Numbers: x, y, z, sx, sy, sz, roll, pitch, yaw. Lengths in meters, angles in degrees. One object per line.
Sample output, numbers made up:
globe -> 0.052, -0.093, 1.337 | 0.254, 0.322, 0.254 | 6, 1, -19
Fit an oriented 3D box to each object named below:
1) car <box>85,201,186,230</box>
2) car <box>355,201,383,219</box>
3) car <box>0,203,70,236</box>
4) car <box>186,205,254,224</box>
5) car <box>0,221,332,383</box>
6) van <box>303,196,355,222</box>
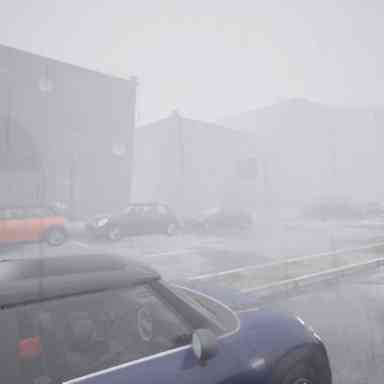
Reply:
car -> -2.904, 1.341, 16.552 | 4.553, 1.767, 2.185 | 0, 0, -36
car -> 15.106, 1.531, 29.470 | 4.792, 1.488, 2.163 | 0, 0, -36
car -> -7.395, 1.332, 13.332 | 4.553, 1.767, 2.185 | 0, 0, -36
car -> 1.663, 1.516, 19.828 | 4.674, 1.452, 2.002 | 0, 0, -36
car -> -0.832, 1.353, 2.847 | 4.553, 1.767, 2.097 | 0, 0, -35
van -> 10.547, 1.267, 26.199 | 4.442, 1.987, 1.878 | 0, 0, -36
